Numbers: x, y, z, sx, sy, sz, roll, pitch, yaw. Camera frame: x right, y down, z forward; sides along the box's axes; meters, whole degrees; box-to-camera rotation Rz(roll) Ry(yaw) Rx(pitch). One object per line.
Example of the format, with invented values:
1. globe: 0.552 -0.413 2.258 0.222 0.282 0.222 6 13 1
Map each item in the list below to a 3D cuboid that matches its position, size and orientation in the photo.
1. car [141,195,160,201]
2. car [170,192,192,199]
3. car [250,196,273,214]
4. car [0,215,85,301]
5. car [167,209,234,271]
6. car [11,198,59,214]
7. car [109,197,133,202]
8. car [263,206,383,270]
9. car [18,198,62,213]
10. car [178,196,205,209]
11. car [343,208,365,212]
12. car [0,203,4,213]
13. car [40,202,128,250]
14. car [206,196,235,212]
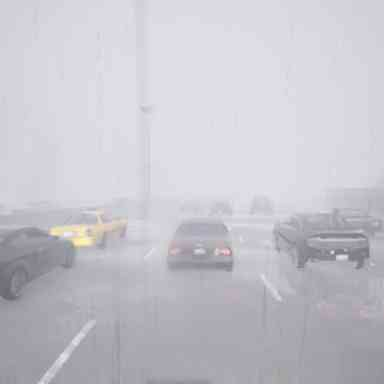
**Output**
1. car: -8.973 1.335 73.072 2.033 1.411 5.357 0 0 25
2. car: -1.975 0.964 71.459 2.150 2.045 5.566 0 0 25
3. car: 6.770 1.180 32.238 2.097 1.767 4.553 0 0 12
4. car: -4.479 1.534 8.267 1.812 1.442 4.674 0 0 2
5. car: 0.331 1.506 10.690 2.033 1.411 5.357 0 0 3
6. car: -14.934 1.490 31.683 1.882 1.535 5.008 -1 0 11
7. car: -9.079 1.432 41.981 1.837 1.490 4.892 -1 0 15
8. car: 3.886 1.420 10.766 2.128 1.511 4.902 -1 0 3
9. car: -17.235 1.487 37.984 1.882 1.535 5.008 -1 0 13
10. car: 0.087 1.438 35.140 1.994 1.385 4.181 0 0 14
11. car: 7.878 1.473 17.299 1.895 1.301 4.718 0 0 6
12. car: -21.625 1.539 33.971 1.882 1.535 5.008 -1 0 11
13. car: -4.160 1.439 14.277 1.801 1.575 5.366 0 0 4
14. car: 2.778 1.374 30.216 1.837 1.490 4.892 -1 0 11
